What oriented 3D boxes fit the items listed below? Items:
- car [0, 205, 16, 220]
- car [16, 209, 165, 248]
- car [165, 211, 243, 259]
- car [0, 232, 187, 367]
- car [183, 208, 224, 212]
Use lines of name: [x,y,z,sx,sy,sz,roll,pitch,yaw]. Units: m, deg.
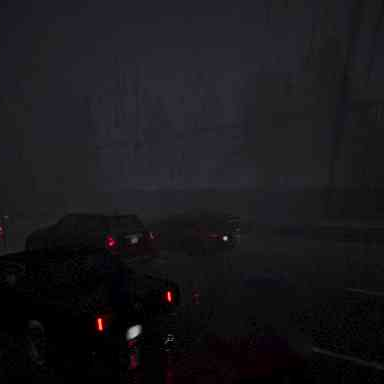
car: [-17.404,1.808,29.288,4.718,1.301,1.895,0,0,35]
car: [-3.364,1.410,10.686,4.553,1.767,2.097,-1,0,35]
car: [-0.446,1.616,12.904,4.181,1.385,1.994,0,0,35]
car: [-2.596,1.637,5.840,4.718,1.301,1.895,0,0,35]
car: [0.158,1.556,16.770,4.902,1.511,2.128,0,0,35]
